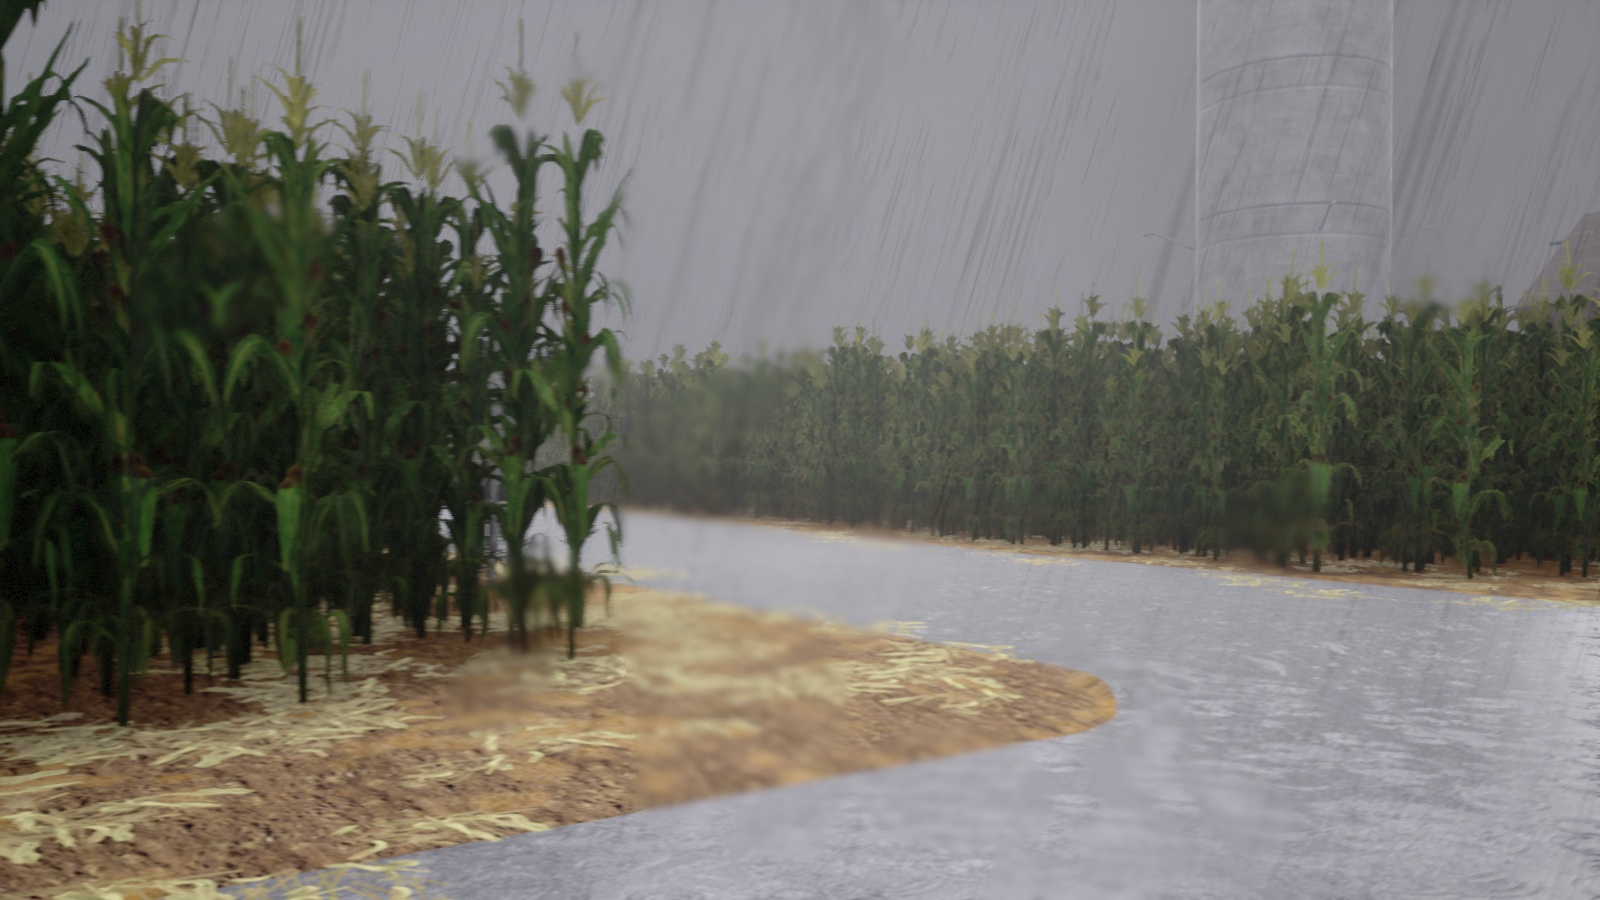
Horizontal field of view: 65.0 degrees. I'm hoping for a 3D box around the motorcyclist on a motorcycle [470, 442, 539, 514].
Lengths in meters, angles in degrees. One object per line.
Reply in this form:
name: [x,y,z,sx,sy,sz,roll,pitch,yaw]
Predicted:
motorcyclist on a motorcycle: [-7.040,0.655,29.823,0.766,1.649,2.350,1,-1,-35]
